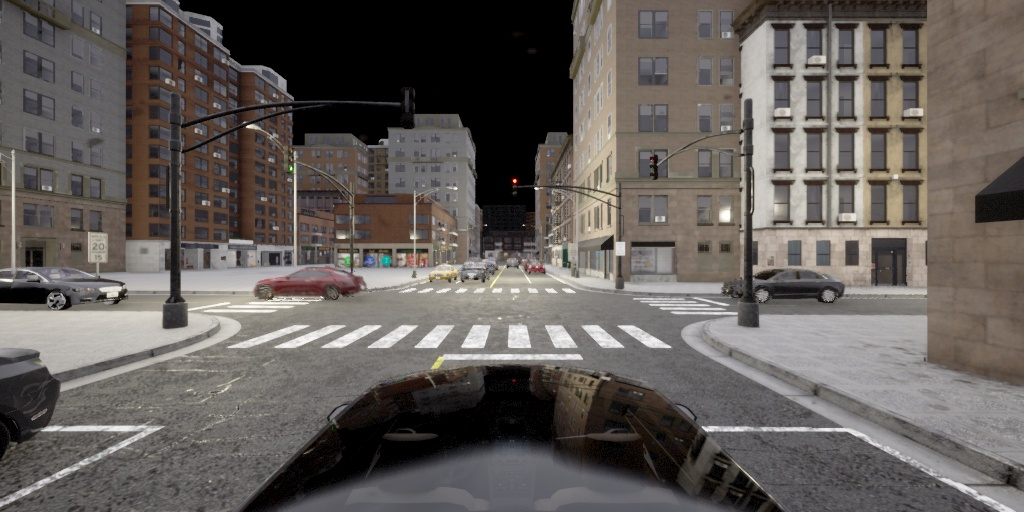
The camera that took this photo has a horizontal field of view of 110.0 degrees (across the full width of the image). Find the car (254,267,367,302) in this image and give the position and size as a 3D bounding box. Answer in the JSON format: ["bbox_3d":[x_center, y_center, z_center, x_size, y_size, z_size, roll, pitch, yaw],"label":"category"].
[{"bbox_3d":[-9.076,1.239,16.325,4.674,1.442,1.812,0,0,0],"label":"car"}]

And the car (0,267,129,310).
[{"bbox_3d":[-17.276,1.162,13.382,4.902,1.511,2.128,0,0,2],"label":"car"}]

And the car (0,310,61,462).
[{"bbox_3d":[-5.388,1.300,1.711,2.007,1.370,4.403,0,0,0],"label":"car"}]

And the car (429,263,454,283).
[{"bbox_3d":[-5.373,1.275,28.387,1.751,1.417,4.829,0,0,0],"label":"car"}]

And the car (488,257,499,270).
[{"bbox_3d":[-2.810,1.278,48.183,1.812,1.442,4.674,0,0,0],"label":"car"}]

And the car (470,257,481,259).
[{"bbox_3d":[-5.359,1.067,51.205,2.192,1.841,5.009,0,0,0],"label":"car"}]

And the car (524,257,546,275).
[{"bbox_3d":[2.659,1.191,39.875,1.967,1.591,4.097,0,0,0],"label":"car"}]

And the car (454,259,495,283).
[{"bbox_3d":[-2.821,1.242,28.207,2.128,1.511,4.902,0,0,2],"label":"car"}]

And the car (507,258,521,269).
[{"bbox_3d":[0.126,1.317,58.606,1.994,1.385,4.181,0,0,1],"label":"car"}]

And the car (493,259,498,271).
[{"bbox_3d":[-2.824,1.315,38.108,1.994,1.385,4.181,0,0,0],"label":"car"}]

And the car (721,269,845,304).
[{"bbox_3d":[12.227,1.324,16.329,4.892,1.490,1.837,0,0,0],"label":"car"}]

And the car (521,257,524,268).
[{"bbox_3d":[2.662,1.066,45.537,2.192,1.841,5.009,0,0,0],"label":"car"}]
